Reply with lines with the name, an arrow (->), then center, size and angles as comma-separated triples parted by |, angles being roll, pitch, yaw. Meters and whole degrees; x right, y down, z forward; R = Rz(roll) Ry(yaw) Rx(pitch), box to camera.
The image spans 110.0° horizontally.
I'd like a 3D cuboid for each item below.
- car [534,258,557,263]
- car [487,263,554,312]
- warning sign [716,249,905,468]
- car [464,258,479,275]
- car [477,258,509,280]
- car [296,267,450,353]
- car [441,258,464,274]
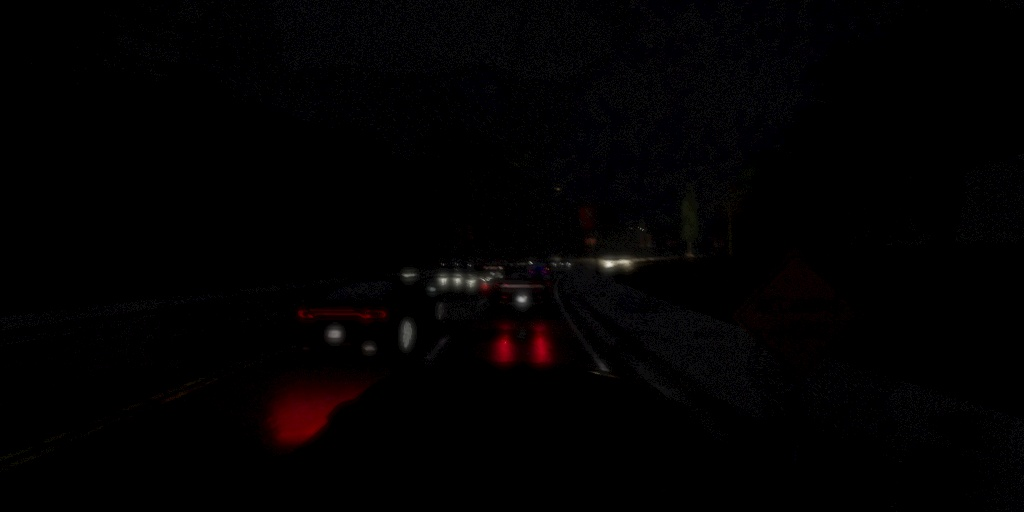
car -> 2.462, 1.142, 29.875 | 1.812, 1.442, 4.674 | 0, 0, 10
car -> 0.473, 1.195, 13.965 | 2.128, 1.511, 4.902 | 0, 0, 3
warning sign -> 2.849, 0.861, 3.544 | 1.300, 1.860, 1.060 | 0, 0, 0
car -> -2.875, 0.959, 37.025 | 2.097, 1.767, 4.553 | 0, 0, 14
car -> -0.983, 1.127, 29.053 | 2.128, 1.511, 4.902 | 0, 0, 10
car -> -3.044, 1.206, 8.790 | 1.882, 1.535, 5.008 | 0, 0, 2
car -> -5.891, 0.969, 38.408 | 2.097, 1.767, 4.553 | 0, 0, 14
